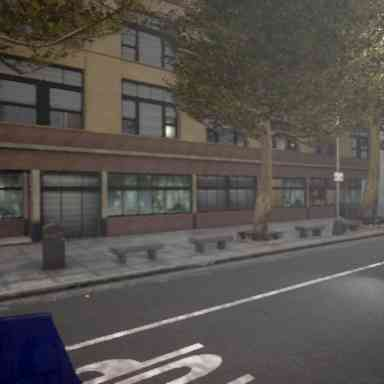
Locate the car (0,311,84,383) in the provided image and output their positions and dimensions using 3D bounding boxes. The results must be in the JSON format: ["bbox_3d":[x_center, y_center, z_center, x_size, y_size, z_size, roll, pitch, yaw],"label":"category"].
[{"bbox_3d":[-3.214,1.612,2.005,4.718,1.301,1.895,0,0,-30],"label":"car"}]
